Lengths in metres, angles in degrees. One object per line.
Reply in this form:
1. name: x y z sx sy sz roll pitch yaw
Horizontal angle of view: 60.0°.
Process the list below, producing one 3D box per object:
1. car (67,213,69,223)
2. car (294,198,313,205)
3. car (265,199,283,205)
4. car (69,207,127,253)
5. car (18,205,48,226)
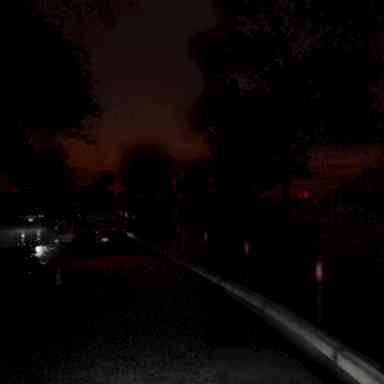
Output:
1. car: -9.324 1.927 28.222 1.895 1.301 4.718 0 -1 -14
2. car: 30.183 2.552 89.366 4.553 1.767 2.185 -1 -2 15
3. car: 20.201 2.529 79.824 4.181 1.385 1.994 1 -2 -43
4. car: -4.149 1.618 14.563 1.882 1.535 5.008 0 0 -22
5. car: -12.546 1.807 26.358 2.128 1.511 4.902 0 -1 -22
